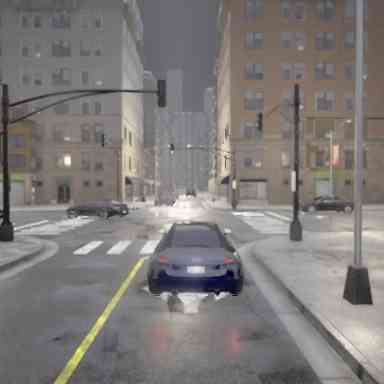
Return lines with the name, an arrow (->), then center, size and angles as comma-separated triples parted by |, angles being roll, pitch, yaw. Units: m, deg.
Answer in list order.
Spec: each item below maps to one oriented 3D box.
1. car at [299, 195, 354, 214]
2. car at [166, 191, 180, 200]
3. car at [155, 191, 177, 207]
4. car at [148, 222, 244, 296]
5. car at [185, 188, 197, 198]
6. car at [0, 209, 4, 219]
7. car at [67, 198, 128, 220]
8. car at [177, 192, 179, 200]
car -> 11.093, 0.999, 27.542 | 4.892, 1.490, 1.837 | 0, 1, 0
car -> -3.227, 0.582, 57.989 | 2.128, 1.511, 4.902 | 0, 1, 0
car -> -3.160, 0.734, 38.913 | 2.097, 1.767, 4.553 | 0, 1, -1
car -> 0.076, 1.426, 8.378 | 1.994, 1.385, 4.181 | 0, 1, 0
car -> -0.243, 0.126, 70.505 | 2.150, 2.045, 5.566 | 0, 1, 0
car -> -14.201, 1.311, 20.627 | 4.718, 1.301, 1.895 | 0, 1, 0
car -> -6.675, 1.156, 23.529 | 4.674, 1.442, 1.812 | 0, 0, 26
car -> -3.213, 0.748, 48.012 | 1.837, 1.490, 4.892 | 0, 1, 0
